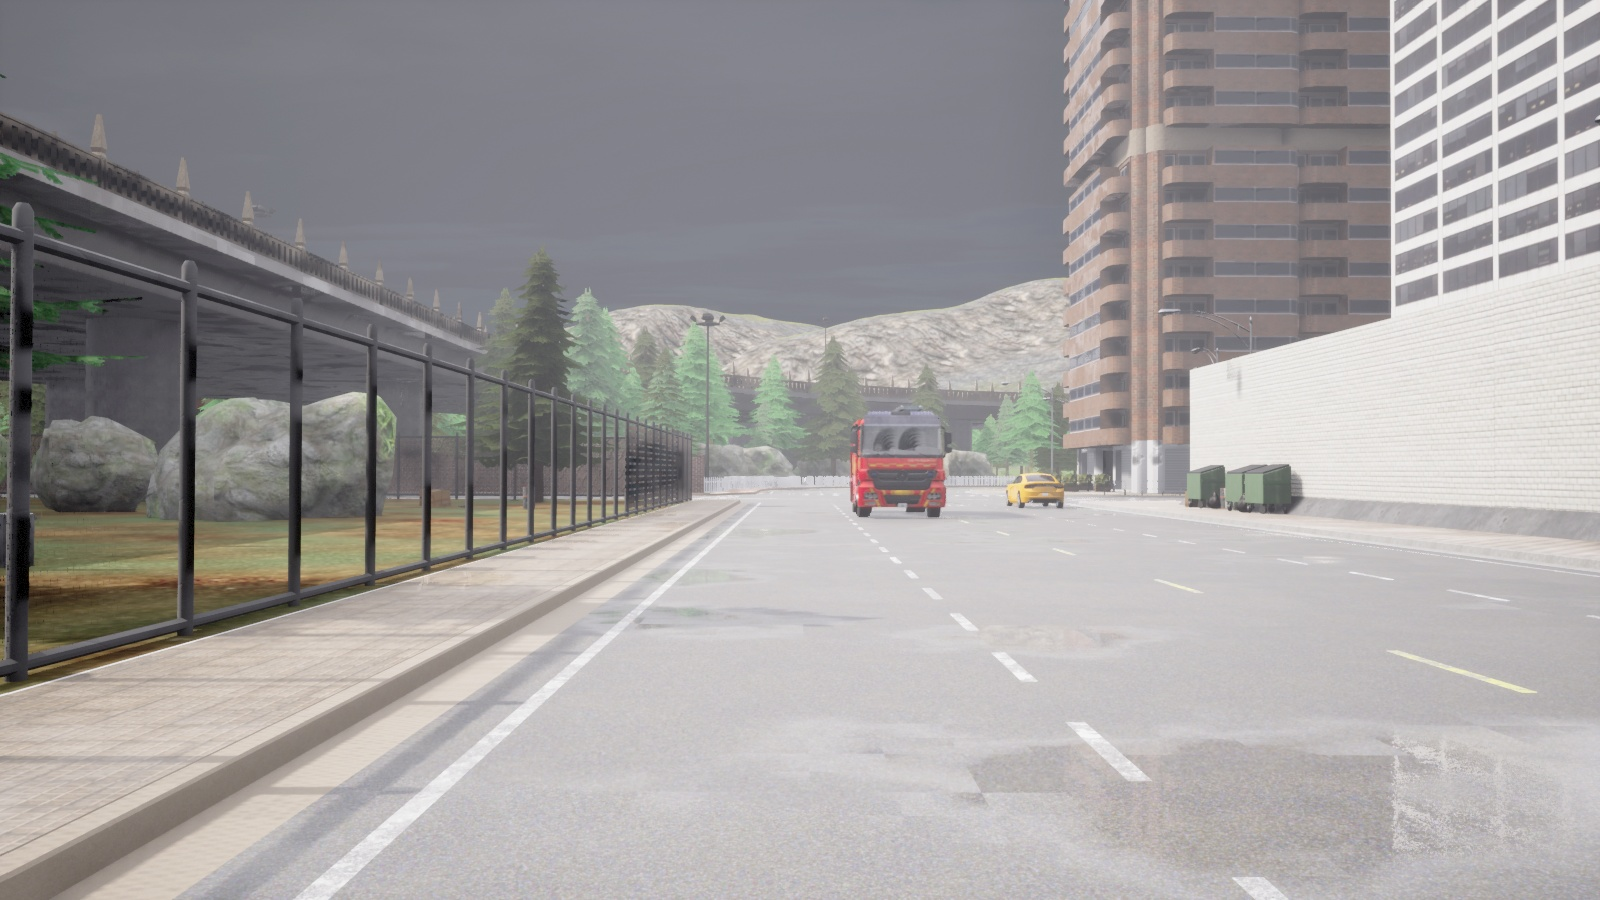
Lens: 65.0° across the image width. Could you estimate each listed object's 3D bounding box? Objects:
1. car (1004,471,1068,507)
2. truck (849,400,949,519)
[{"bbox_3d":[10.344,1.679,55.419,1.882,1.535,5.008,0,-1,0],"label":"car"},{"bbox_3d":[3.355,0.385,44.679,2.891,3.827,8.468,0,-1,0],"label":"truck"}]
